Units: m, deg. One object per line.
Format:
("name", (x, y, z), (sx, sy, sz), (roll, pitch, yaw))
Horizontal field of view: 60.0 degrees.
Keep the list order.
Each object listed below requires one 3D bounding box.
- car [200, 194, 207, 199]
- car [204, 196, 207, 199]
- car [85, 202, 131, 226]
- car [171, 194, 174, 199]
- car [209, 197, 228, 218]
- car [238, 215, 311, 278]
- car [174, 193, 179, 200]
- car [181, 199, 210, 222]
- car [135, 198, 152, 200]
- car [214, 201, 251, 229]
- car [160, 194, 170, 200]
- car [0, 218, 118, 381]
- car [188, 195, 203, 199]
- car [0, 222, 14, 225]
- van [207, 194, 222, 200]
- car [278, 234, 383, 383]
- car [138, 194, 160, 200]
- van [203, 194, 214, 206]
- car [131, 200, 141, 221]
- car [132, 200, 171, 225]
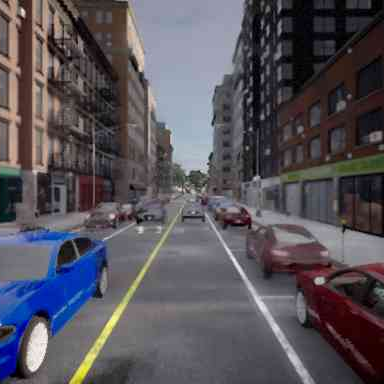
("car", (2.663, 1.284, 49.534), (2.192, 1.841, 5.009), (0, 0, 0))
("car", (2.657, 1.528, 38.177), (2.008, 1.369, 4.403), (0, 0, 0))
("car", (-5.382, 1.428, 21.149), (1.967, 1.590, 4.097), (0, 0, 0))
("car", (-5.367, 1.269, 66.576), (2.192, 1.841, 5.009), (0, 0, 0))
("car", (2.652, 1.425, 26.819), (1.967, 1.590, 4.097), (0, 0, 0))
("car", (2.643, 1.577, 9.782), (1.802, 1.307, 4.206), (0, 0, 0))
("car", (-5.370, 1.456, 93.413), (1.752, 1.417, 4.829), (0, 0, 0))
("car", (0.102, 1.533, 26.329), (2.033, 1.411, 5.357), (0, 0, 0))
("car", (-5.378, 1.547, 32.506), (1.947, 1.339, 4.313), (0, 0, 0))
("car", (2.649, 1.533, 21.140), (1.887, 1.381, 4.507), (0, 0, 0))
("car", (-5.371, 1.279, 55.219), (2.192, 1.841, 5.009), (0, 0, 0))
("car", (-2.831, 1.475, 5.723), (1.882, 1.535, 5.008), (0, 0, 0))
("car", (0.115, 1.499, 44.085), (1.812, 1.442, 4.674), (0, 0, 0))
("car", (-5.386, 1.577, 9.792), (1.802, 1.307, 4.206), (0, 0, 0))
("van", (2.655, 1.322, 32.497), (1.690, 1.788, 3.998), (0, 0, 0))
("car", (2.641, 1.543, 4.103), (1.887, 1.381, 4.507), (0, 0, 0))
("car", (-5.376, 1.292, 38.184), (2.192, 1.841, 5.009), (0, 0, 0))
("van", (2.666, 1.306, 55.213), (1.690, 1.788, 3.998), (0, 0, 0))
("car", (-5.380, 1.567, 26.827), (1.802, 1.307, 4.206), (0, 0, 0))
("car", (-2.817, 1.550, 24.086), (1.994, 1.385, 4.181), (0, 0, 0))
